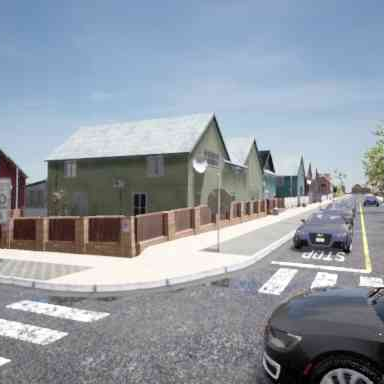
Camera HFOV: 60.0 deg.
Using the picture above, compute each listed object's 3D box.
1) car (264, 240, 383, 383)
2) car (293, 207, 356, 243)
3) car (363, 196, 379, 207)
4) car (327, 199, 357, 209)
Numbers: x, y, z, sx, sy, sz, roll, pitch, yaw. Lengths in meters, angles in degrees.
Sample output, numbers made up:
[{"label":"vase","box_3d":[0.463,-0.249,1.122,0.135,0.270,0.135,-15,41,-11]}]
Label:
[{"label":"car","box_3d":[3.169,1.502,3.203,4.892,1.490,1.837,0,0,26]},{"label":"car","box_3d":[5.579,1.567,13.881,1.994,1.385,4.181,0,0,27]},{"label":"car","box_3d":[28.094,1.358,52.206,2.097,1.767,4.553,0,0,27]},{"label":"car","box_3d":[9.711,1.497,22.079,2.128,1.511,4.902,0,0,27]}]
